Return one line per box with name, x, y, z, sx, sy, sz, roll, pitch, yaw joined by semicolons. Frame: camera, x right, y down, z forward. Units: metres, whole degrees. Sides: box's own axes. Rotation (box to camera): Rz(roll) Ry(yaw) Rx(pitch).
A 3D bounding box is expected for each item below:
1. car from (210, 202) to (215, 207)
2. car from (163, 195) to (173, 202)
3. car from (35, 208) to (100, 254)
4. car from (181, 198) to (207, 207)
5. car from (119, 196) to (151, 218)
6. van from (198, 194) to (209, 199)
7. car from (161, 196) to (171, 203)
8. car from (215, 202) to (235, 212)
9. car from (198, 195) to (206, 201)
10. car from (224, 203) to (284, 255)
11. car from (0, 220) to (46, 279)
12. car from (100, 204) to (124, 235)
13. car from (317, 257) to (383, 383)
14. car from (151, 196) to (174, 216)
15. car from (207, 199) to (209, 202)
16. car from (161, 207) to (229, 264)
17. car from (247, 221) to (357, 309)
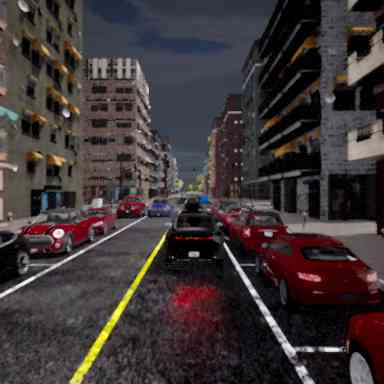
car;2.563;1.419;24.347;1.967;1.590;4.097;0;0;0
car;-5.288;1.464;73.734;1.887;1.381;4.507;0;0;0
car;-5.317;1.429;13.158;1.967;1.590;4.097;0;0;0
car;0.071;1.502;27.176;1.812;1.442;4.674;0;0;0
car;-5.318;1.288;29.941;2.192;1.841;5.009;0;0;0
van;2.560;1.269;67.984;1.690;1.788;3.998;0;0;0
car;-5.287;1.510;68.145;1.802;1.307;4.206;0;0;0
car;2.563;1.424;18.753;1.967;1.590;4.097;0;0;0
car;2.559;1.469;84.786;1.947;1.339;4.313;0;0;0
car;2.564;1.429;13.158;1.967;1.590;4.097;0;0;0
car;-5.316;1.560;7.564;1.947;1.339;4.313;0;0;0
car;-5.317;1.566;18.752;1.802;1.307;4.206;0;0;0
car;2.565;1.543;1.970;1.887;1.381;4.507;0;0;0
car;-2.820;1.323;30.498;2.097;1.767;4.553;0;0;0
car;2.563;1.518;29.942;1.887;1.381;4.507;0;0;0
car;0.072;1.496;11.758;1.837;1.490;4.892;0;0;0
car;2.564;1.576;7.564;1.802;1.307;4.206;0;0;0
